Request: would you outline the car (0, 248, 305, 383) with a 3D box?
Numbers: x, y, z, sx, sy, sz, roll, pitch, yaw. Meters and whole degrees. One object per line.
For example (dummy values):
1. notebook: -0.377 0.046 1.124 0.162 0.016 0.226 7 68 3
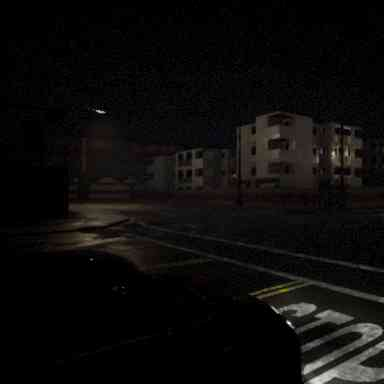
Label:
1. car: -1.037 1.340 3.038 4.553 1.767 2.097 -1 1 -35
